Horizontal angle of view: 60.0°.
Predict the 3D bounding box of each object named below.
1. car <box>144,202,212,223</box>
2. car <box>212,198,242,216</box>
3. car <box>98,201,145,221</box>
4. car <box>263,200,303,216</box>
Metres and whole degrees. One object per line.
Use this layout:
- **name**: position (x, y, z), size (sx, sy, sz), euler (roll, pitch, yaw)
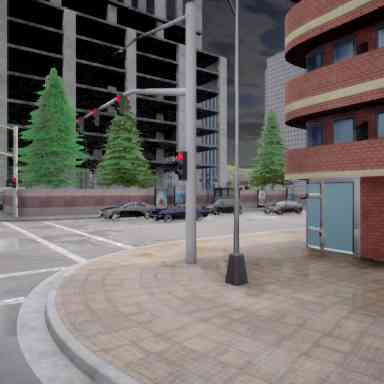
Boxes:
- **car**: position (-1.018, 1.656, 26.340), size (4.718, 1.301, 1.895), euler (0, 0, -35)
- **car**: position (2.863, 1.408, 33.361), size (4.553, 1.767, 2.097), euler (0, 0, -35)
- **car**: position (-5.279, 1.547, 27.618), size (4.902, 1.511, 2.128), euler (0, 0, -35)
- **car**: position (9.257, 1.581, 33.579), size (4.674, 1.442, 1.812), euler (0, 0, -35)
